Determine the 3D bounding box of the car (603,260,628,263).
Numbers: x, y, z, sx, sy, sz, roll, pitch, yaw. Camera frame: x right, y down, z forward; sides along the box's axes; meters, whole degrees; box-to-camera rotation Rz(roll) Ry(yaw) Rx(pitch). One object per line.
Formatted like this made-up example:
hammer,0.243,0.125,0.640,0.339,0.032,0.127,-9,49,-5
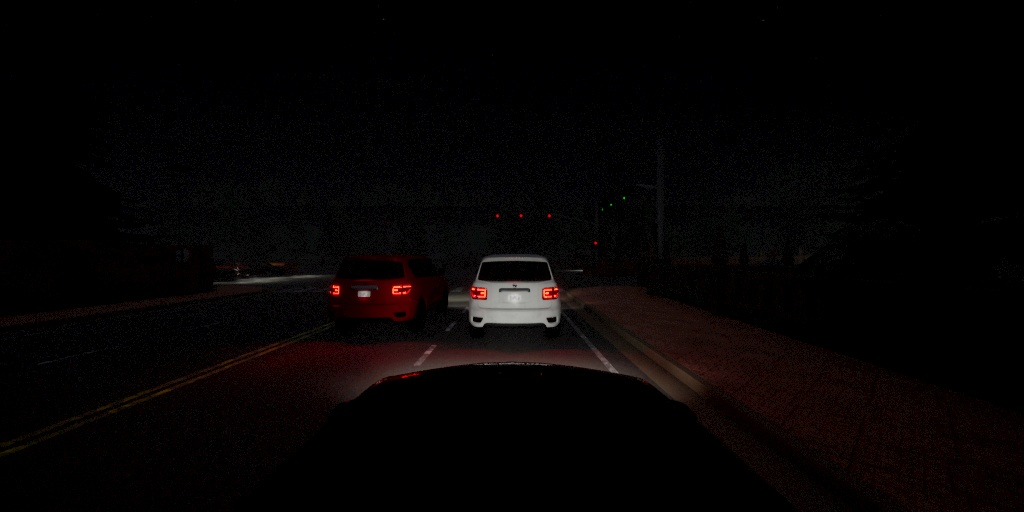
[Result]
car,13.595,1.255,49.047,4.892,1.490,1.837,0,0,0

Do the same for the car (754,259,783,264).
car,35.412,1.180,48.936,4.892,1.490,1.837,-1,0,0

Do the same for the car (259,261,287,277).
car,-24.836,1.227,35.113,5.008,1.535,1.882,0,0,0

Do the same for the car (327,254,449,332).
car,-3.418,0.971,10.994,2.150,2.045,5.566,0,0,0

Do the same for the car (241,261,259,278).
car,-25.547,1.101,31.621,4.553,1.767,2.097,0,0,0

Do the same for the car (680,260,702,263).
car,24.203,1.297,48.980,5.357,1.411,2.033,0,0,0

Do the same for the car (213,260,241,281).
car,-24.694,1.228,28.112,5.008,1.535,1.882,0,0,0

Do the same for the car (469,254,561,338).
car,0.081,0.971,10.312,2.150,2.045,5.566,0,0,1
